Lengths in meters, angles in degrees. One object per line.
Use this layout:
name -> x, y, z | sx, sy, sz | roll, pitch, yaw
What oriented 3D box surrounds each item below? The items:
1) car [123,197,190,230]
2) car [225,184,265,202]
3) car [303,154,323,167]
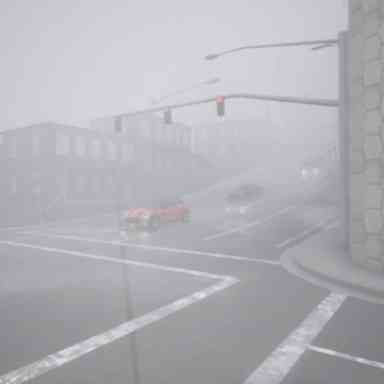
car -> -2.137, 1.186, 20.666 | 2.097, 1.767, 4.553 | -1, 3, 36
car -> 4.916, 0.032, 30.583 | 1.895, 1.301, 4.718 | -1, 9, 35
car -> 17.620, -4.652, 48.362 | 1.882, 1.535, 5.008 | 0, 11, 36
